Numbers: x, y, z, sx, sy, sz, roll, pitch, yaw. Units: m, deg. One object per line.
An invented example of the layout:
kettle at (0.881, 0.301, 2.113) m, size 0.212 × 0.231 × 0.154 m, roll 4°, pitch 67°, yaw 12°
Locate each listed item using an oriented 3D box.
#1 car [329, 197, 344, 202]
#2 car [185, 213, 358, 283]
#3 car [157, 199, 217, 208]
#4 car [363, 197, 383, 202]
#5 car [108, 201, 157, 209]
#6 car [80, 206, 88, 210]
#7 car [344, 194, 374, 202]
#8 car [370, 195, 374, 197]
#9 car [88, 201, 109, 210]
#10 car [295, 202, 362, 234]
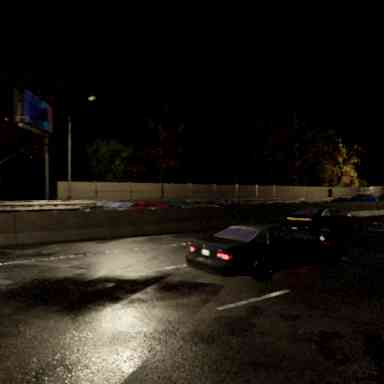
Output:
car at (24.984, 1.616, 56.126) m, size 4.674 × 1.442 × 1.812 m, roll 0°, pitch 0°, yaw -35°
car at (2.383, 1.550, 9.745) m, size 5.357 × 1.411 × 2.033 m, roll 0°, pitch 0°, yaw -35°
car at (0.031, 1.360, 25.507) m, size 4.553 × 1.767 × 2.097 m, roll 0°, pitch 0°, yaw -35°
car at (24.594, 1.668, 42.945) m, size 4.718 × 1.301 × 1.895 m, roll 0°, pitch 0°, yaw -35°
car at (-3.994, 1.532, 26.938) m, size 4.674 × 1.442 × 1.812 m, roll 0°, pitch 0°, yaw -35°
car at (-8.133, 1.554, 32.585) m, size 5.357 × 1.411 × 2.033 m, roll 0°, pitch 0°, yaw -35°
car at (27.367, 1.315, 53.527) m, size 5.566 × 2.045 × 2.150 m, roll 0°, pitch 0°, yaw -35°
car at (29.555, 1.617, 50.798) m, size 4.674 × 1.442 × 1.812 m, roll 0°, pitch 0°, yaw -35°
car at (-6.073, 1.554, 29.755) m, size 5.357 × 1.411 × 2.033 m, roll 0°, pitch 0°, yaw -35°
car at (6.919, 1.500, 17.279) m, size 4.902 × 1.511 × 2.128 m, roll 0°, pitch 0°, yaw -36°
